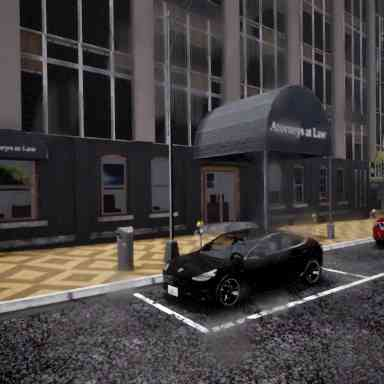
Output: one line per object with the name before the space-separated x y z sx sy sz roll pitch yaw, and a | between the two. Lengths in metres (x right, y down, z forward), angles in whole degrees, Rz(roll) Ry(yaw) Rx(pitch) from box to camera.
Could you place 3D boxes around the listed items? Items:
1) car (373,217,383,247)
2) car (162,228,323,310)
car | 9.633 1.310 14.045 5.009 1.841 2.192 0 -1 -37
car | 1.360 1.564 7.838 4.313 1.339 1.947 0 -1 -37
